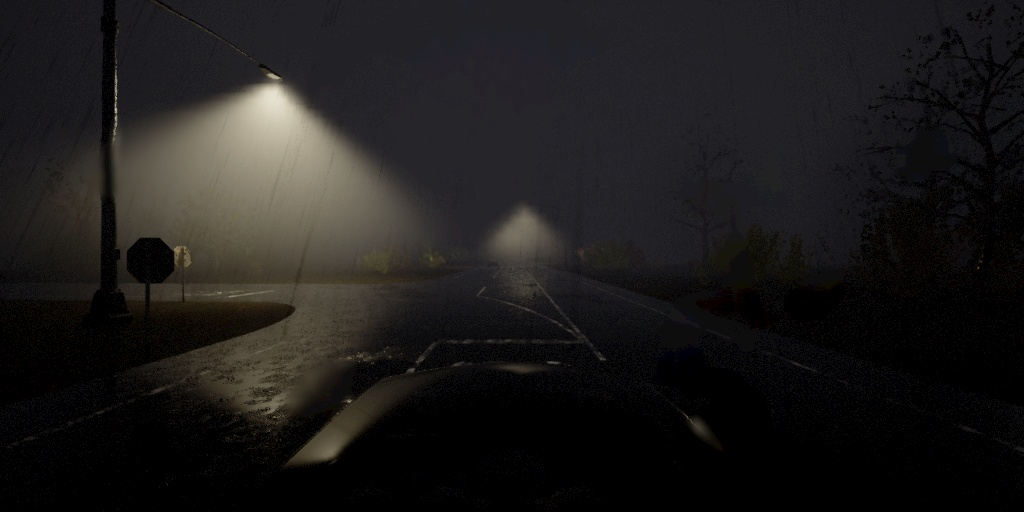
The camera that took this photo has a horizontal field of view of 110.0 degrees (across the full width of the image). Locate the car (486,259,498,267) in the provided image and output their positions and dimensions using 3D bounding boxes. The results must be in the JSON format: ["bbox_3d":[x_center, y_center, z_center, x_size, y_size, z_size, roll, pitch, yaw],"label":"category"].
[{"bbox_3d":[-3.452,1.239,63.498,1.994,1.385,4.181,0,0,0],"label":"car"}]
